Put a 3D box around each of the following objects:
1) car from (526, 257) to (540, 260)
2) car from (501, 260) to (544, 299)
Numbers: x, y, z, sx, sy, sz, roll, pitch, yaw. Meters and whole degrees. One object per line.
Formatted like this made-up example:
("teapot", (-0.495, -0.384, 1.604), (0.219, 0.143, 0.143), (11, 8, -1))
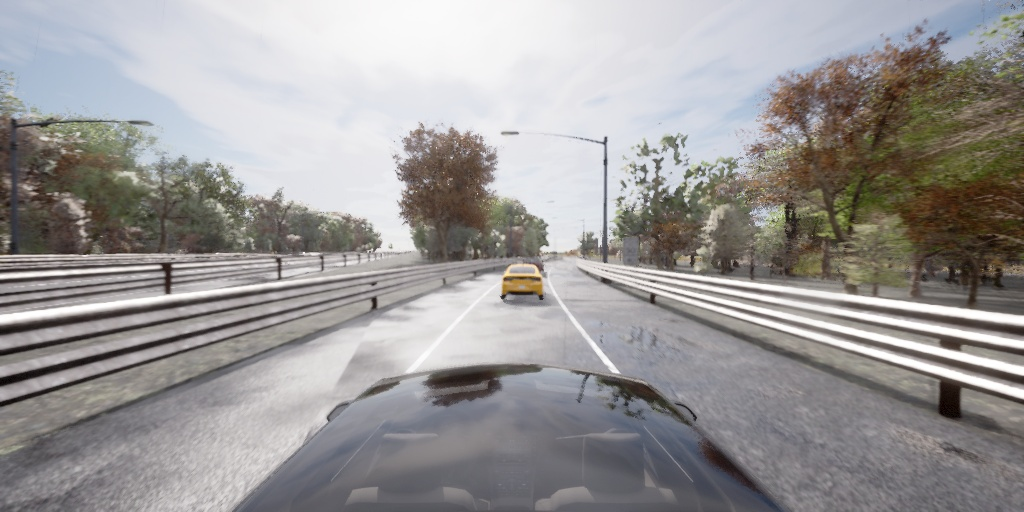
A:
("car", (2.315, 0.896, 38.527), (2.097, 1.767, 4.553), (0, 0, 7))
("car", (0.540, 1.145, 17.514), (1.882, 1.535, 5.008), (0, 0, 3))
